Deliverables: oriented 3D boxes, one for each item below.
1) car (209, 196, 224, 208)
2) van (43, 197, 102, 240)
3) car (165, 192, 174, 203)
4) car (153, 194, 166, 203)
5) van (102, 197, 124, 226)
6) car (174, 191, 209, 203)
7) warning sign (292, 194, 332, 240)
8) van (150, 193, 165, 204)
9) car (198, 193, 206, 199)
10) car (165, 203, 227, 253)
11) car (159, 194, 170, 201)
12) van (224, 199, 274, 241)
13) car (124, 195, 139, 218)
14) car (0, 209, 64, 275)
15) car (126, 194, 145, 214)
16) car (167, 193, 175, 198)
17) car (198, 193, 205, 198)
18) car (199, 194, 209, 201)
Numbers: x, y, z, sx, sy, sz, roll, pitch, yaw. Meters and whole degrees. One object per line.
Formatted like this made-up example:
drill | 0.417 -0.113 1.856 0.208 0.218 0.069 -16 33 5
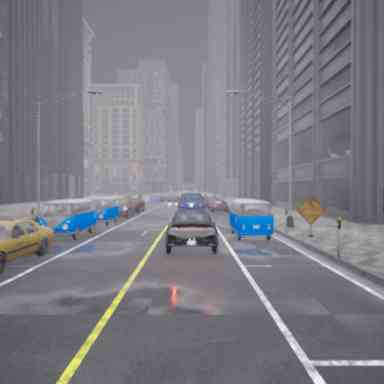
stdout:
car | 2.671 1.379 32.843 1.802 1.307 4.206 0 0 0
van | -5.810 1.242 15.892 1.690 1.788 3.998 0 0 0
car | -3.210 1.190 57.575 2.033 1.411 5.357 0 0 0
car | -5.931 1.166 61.020 1.887 1.381 4.507 0 0 0
van | -5.825 1.207 21.533 1.690 1.788 3.998 0 0 0
car | -0.041 1.056 26.989 2.150 2.045 5.566 0 1 0
warning sign | 5.033 1.029 14.063 1.300 1.860 1.060 0 1 0
van | -5.916 0.997 55.378 1.690 1.788 3.998 0 0 0
car | 2.534 1.028 83.608 2.008 1.369 4.403 0 0 0
car | 0.008 1.410 13.172 2.128 1.511 4.902 0 0 1
car | -5.961 1.116 72.301 1.947 1.339 4.313 0 0 0
van | 2.715 1.243 15.920 1.690 1.788 3.998 0 0 0
car | -5.840 1.272 27.174 1.967 1.590 4.097 0 0 0
car | -5.793 1.462 10.083 1.752 1.417 4.829 0 0 0
car | -5.856 1.112 32.815 2.192 1.841 5.009 0 0 0
car | -6.022 0.967 94.865 1.947 1.339 4.313 0 0 0
car | 2.519 1.006 89.248 1.947 1.339 4.313 0 0 0
car | 2.564 1.095 72.327 1.887 1.381 4.507 0 0 0
